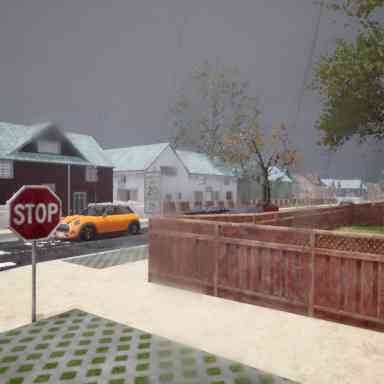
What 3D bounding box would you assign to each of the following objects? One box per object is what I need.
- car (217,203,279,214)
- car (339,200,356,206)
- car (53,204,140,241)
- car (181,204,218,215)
[{"bbox_3d":[4.408,1.790,25.254,2.033,1.411,5.357,0,-1,37],"label":"car"},{"bbox_3d":[24.180,2.038,51.631,2.128,1.511,4.902,0,0,36],"label":"car"},{"bbox_3d":[-4.931,1.478,17.671,2.097,1.767,4.553,0,-1,37],"label":"car"},{"bbox_3d":[1.071,1.715,25.691,2.128,1.511,4.902,0,0,37],"label":"car"}]
